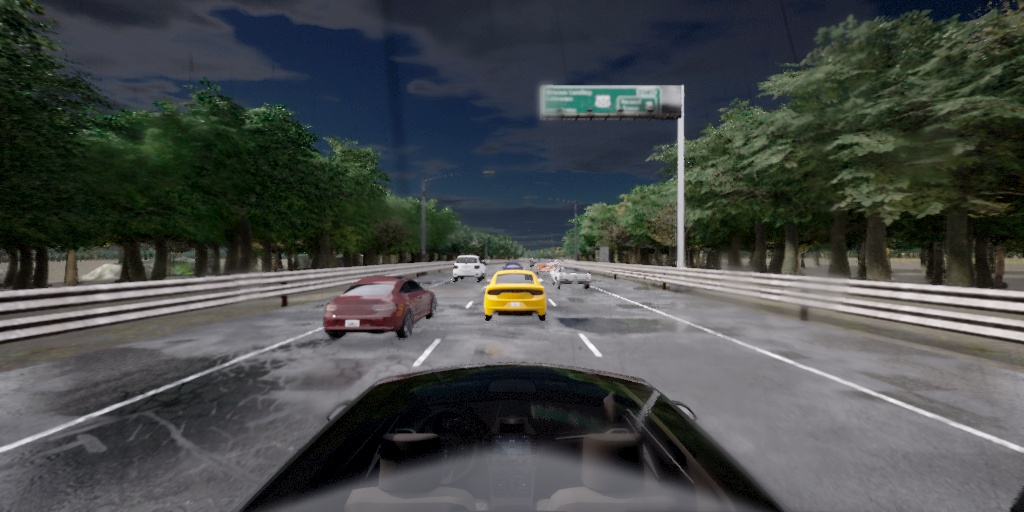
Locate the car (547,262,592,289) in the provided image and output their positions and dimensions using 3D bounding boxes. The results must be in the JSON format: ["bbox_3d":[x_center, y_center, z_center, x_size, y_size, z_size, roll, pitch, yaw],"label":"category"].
[{"bbox_3d":[3.495,1.205,22.027,1.895,1.301,4.718,0,0,0],"label":"car"}]

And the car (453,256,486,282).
[{"bbox_3d":[-3.406,1.005,29.309,2.150,2.045,5.566,0,0,0],"label":"car"}]

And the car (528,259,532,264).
[{"bbox_3d":[3.883,1.270,59.763,1.837,1.490,4.892,0,0,2],"label":"car"}]

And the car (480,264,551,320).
[{"bbox_3d":[0.097,1.230,12.685,1.882,1.535,5.008,0,0,0],"label":"car"}]

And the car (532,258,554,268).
[{"bbox_3d":[3.510,1.013,37.928,2.097,1.767,4.553,0,0,0],"label":"car"}]

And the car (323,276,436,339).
[{"bbox_3d":[-3.415,1.277,9.958,1.812,1.442,4.674,0,0,0],"label":"car"}]
